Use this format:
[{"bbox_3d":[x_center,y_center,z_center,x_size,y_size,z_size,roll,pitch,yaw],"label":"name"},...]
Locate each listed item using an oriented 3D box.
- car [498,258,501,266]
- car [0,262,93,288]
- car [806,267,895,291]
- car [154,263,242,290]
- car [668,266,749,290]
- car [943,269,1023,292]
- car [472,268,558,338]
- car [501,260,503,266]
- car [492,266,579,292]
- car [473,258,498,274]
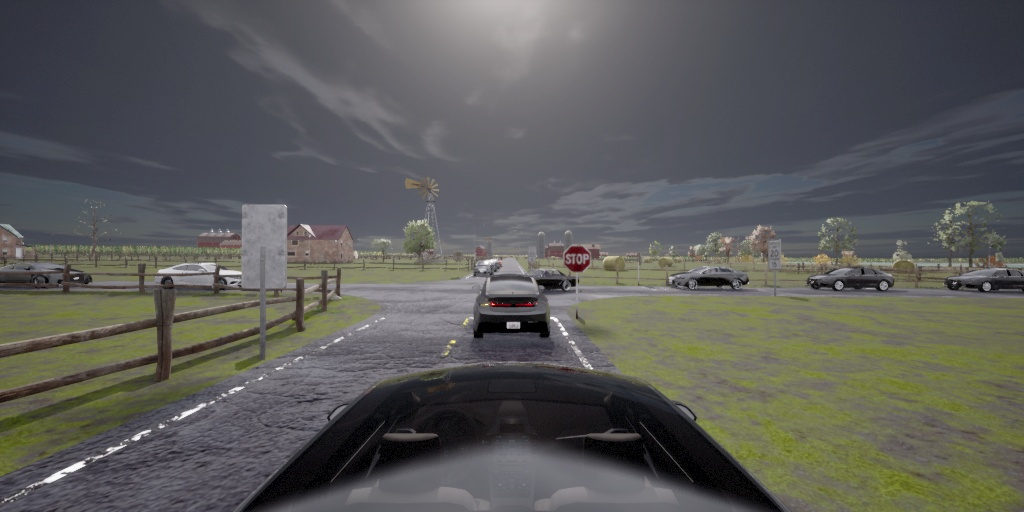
[{"bbox_3d":[-2.853,1.241,46.325,2.128,1.511,4.902,0,0,0],"label":"car"},{"bbox_3d":[-26.364,1.048,20.027,4.181,1.385,1.994,1,-1,-1],"label":"car"},{"bbox_3d":[22.199,1.499,23.639,4.892,1.490,1.837,1,-1,-1],"label":"car"},{"bbox_3d":[-17.244,1.103,20.149,4.674,1.442,1.812,1,-1,-1],"label":"car"},{"bbox_3d":[12.797,1.397,23.468,4.902,1.511,2.128,1,-1,-2],"label":"car"},{"bbox_3d":[31.702,1.587,23.760,4.892,1.490,1.837,1,-1,-1],"label":"car"},{"bbox_3d":[-0.074,1.256,10.193,1.837,1.490,4.892,0,0,-3],"label":"car"},{"bbox_3d":[-2.823,1.240,55.867,2.128,1.511,4.902,0,0,0],"label":"car"},{"bbox_3d":[1.499,1.369,20.239,4.718,1.301,1.895,1,0,-35],"label":"car"},{"bbox_3d":[-2.860,1.243,36.879,2.128,1.511,4.902,0,0,0],"label":"car"}]
